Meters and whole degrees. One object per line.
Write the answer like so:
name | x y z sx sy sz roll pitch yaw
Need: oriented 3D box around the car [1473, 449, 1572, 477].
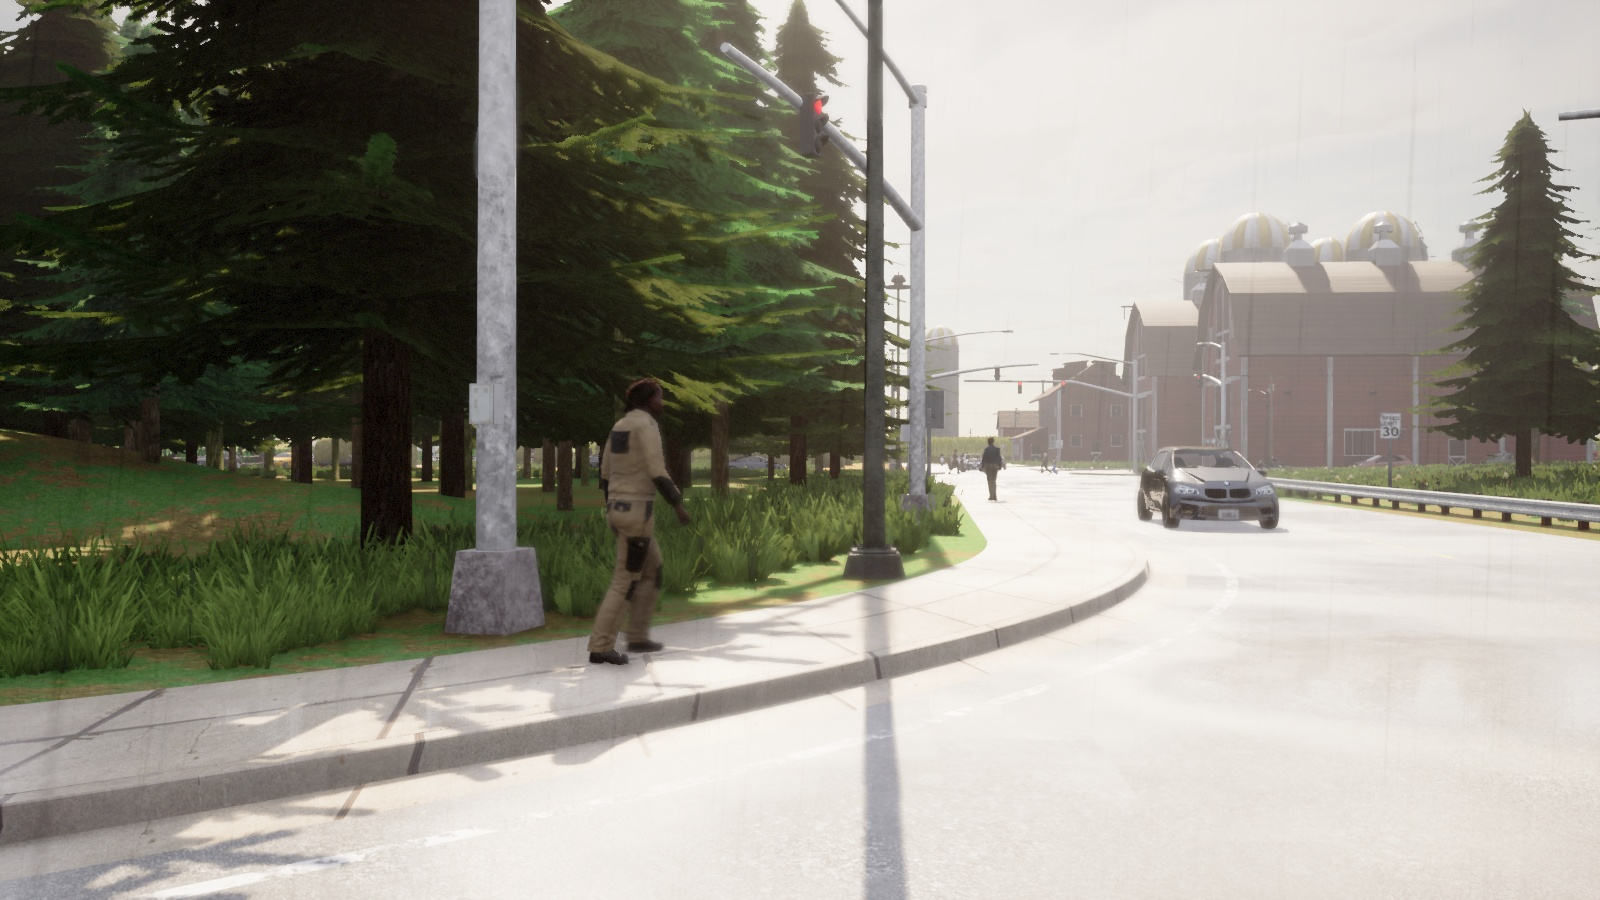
car | 44.275 0.796 77.003 4.856 1.649 2.033 0 0 5

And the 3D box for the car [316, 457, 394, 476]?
car | -30.645 1.149 86.561 4.718 1.301 1.895 0 0 5

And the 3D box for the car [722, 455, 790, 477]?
car | -2.832 1.039 80.805 4.181 1.385 1.994 0 0 5

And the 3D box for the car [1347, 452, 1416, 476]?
car | 37.509 0.904 81.060 3.633 1.501 1.845 0 0 5

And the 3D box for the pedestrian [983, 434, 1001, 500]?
pedestrian | 5.442 0.483 35.638 0.370 1.835 0.726 0 0 -4

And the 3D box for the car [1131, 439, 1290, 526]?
car | 8.531 0.636 26.575 2.242 1.667 4.611 0 0 6

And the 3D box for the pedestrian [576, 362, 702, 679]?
pedestrian | -1.026 0.429 8.005 0.692 1.930 0.396 0 0 -33
